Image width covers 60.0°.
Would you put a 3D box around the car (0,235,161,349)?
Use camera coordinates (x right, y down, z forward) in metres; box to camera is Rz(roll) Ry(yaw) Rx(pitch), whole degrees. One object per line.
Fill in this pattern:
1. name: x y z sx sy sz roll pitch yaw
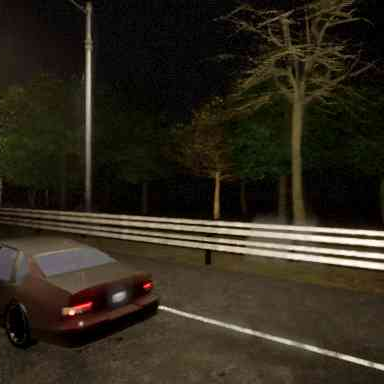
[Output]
1. car: -3.060 1.553 6.268 5.357 1.411 2.033 0 0 37
